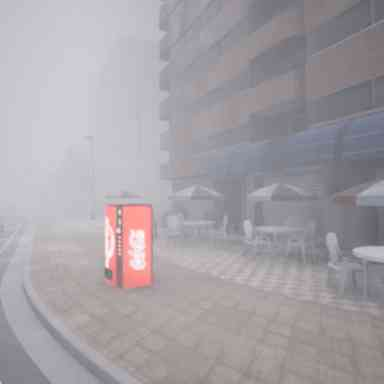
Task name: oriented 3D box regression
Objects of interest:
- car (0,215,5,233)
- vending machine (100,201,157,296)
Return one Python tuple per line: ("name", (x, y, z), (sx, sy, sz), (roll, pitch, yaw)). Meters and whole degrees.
("car", (-12.185, 1.825, 19.377), (1.994, 1.385, 4.181), (0, -1, -25))
("vending machine", (-1.554, 1.279, 8.087), (1.100, 2.100, 0.880), (0, -1, -34))
